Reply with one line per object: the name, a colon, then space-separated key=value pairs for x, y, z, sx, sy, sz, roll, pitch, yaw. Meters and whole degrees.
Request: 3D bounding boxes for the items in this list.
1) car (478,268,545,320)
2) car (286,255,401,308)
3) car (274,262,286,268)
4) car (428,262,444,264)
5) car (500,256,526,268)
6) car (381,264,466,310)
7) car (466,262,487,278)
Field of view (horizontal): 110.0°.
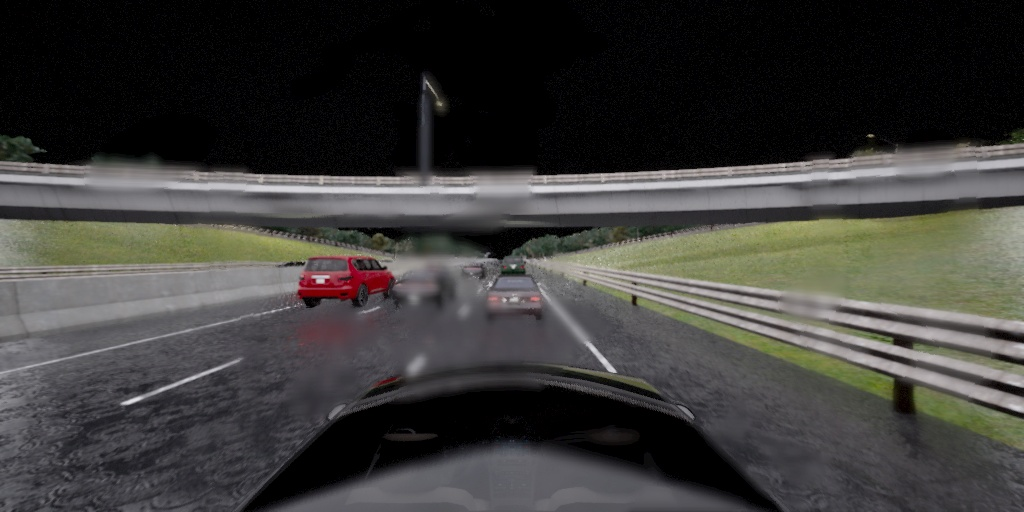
car: x=0.113 y=1.320 z=12.725 sx=2.033 sy=1.411 sz=5.357 roll=0 pitch=0 yaw=0
car: x=-6.890 y=1.000 z=15.583 sx=2.150 sy=2.045 sz=5.566 roll=0 pitch=0 yaw=0
car: x=-24.562 y=1.345 z=40.118 sx=1.837 sy=1.490 sz=4.892 roll=0 pitch=0 yaw=0
car: x=-6.879 y=1.309 z=33.098 sx=2.128 sy=1.511 sz=4.902 roll=0 pitch=0 yaw=0
car: x=0.121 y=1.037 z=32.428 sx=2.150 sy=2.045 sz=5.566 roll=0 pitch=0 yaw=0
car: x=-3.391 y=1.269 z=14.867 sx=2.128 sy=1.511 sz=4.902 roll=0 pitch=0 yaw=0
car: x=-3.379 y=1.309 z=33.086 sx=2.128 sy=1.511 sz=4.902 roll=0 pitch=0 yaw=0
